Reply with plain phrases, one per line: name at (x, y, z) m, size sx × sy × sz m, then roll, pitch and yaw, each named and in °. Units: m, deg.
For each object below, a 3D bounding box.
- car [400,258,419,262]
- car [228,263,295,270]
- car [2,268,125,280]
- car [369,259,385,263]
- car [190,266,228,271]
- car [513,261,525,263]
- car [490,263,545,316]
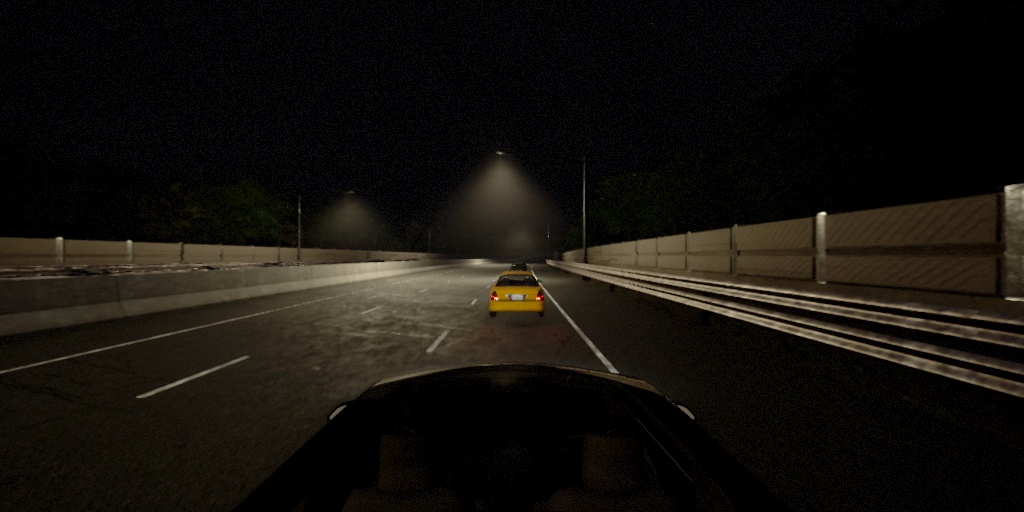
car at (-16.165, 1.162, 57.454) m, size 2.097 × 1.767 × 4.553 m, roll 0°, pitch -1°, yaw 3°
car at (-17.310, 1.234, 25.907) m, size 2.128 × 1.511 × 4.902 m, roll 0°, pitch 0°, yaw 1°
car at (-24.430, 1.333, 19.933) m, size 1.895 × 1.301 × 4.718 m, roll 0°, pitch 0°, yaw 1°
car at (-22.985, 1.303, 60.961) m, size 1.837 × 1.490 × 4.892 m, roll 0°, pitch 0°, yaw 3°
car at (-20.846, 1.338, 24.481) m, size 1.895 × 1.301 × 4.718 m, roll 0°, pitch 0°, yaw 1°
car at (0.896, 1.289, 43.279) m, size 2.128 × 1.511 × 4.902 m, roll 0°, pitch 0°, yaw 2°
car at (0.182, 1.205, 13.250) m, size 1.801 × 1.575 × 5.366 m, roll 0°, pitch 0°, yaw 1°
